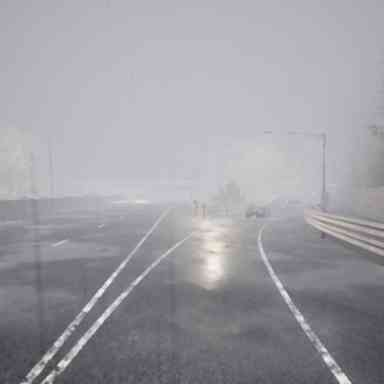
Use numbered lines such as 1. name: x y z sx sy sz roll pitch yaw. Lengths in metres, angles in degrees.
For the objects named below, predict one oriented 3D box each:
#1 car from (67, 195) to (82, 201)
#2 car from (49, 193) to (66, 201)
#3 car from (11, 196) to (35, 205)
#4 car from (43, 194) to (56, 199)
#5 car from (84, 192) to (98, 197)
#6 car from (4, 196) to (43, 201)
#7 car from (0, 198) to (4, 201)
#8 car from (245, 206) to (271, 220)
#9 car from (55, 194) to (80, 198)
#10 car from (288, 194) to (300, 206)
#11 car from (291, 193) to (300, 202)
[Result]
1. car: -26.705 1.396 75.796 1.895 1.301 4.718 0 0 -2
2. car: -30.182 1.173 74.970 2.097 1.767 4.553 0 0 -2
3. car: -29.733 1.474 58.681 1.895 1.301 4.718 0 0 -1
4. car: -26.277 1.392 60.221 2.128 1.511 4.902 0 0 -1
5. car: -23.219 1.020 76.419 2.150 2.045 5.566 0 0 -2
6. car: -22.391 1.390 44.546 2.128 1.511 4.902 0 0 -1
7. car: -25.863 1.484 43.371 1.895 1.301 4.718 0 0 -1
8. car: 6.943 2.113 34.341 1.895 1.301 4.718 0 -1 23
9. car: -22.800 1.409 61.099 1.837 1.490 4.892 0 0 -1
10. car: 20.847 1.757 67.884 2.097 1.767 4.553 0 3 19
11. car: 24.078 1.172 77.450 2.097 1.767 4.553 0 4 17
